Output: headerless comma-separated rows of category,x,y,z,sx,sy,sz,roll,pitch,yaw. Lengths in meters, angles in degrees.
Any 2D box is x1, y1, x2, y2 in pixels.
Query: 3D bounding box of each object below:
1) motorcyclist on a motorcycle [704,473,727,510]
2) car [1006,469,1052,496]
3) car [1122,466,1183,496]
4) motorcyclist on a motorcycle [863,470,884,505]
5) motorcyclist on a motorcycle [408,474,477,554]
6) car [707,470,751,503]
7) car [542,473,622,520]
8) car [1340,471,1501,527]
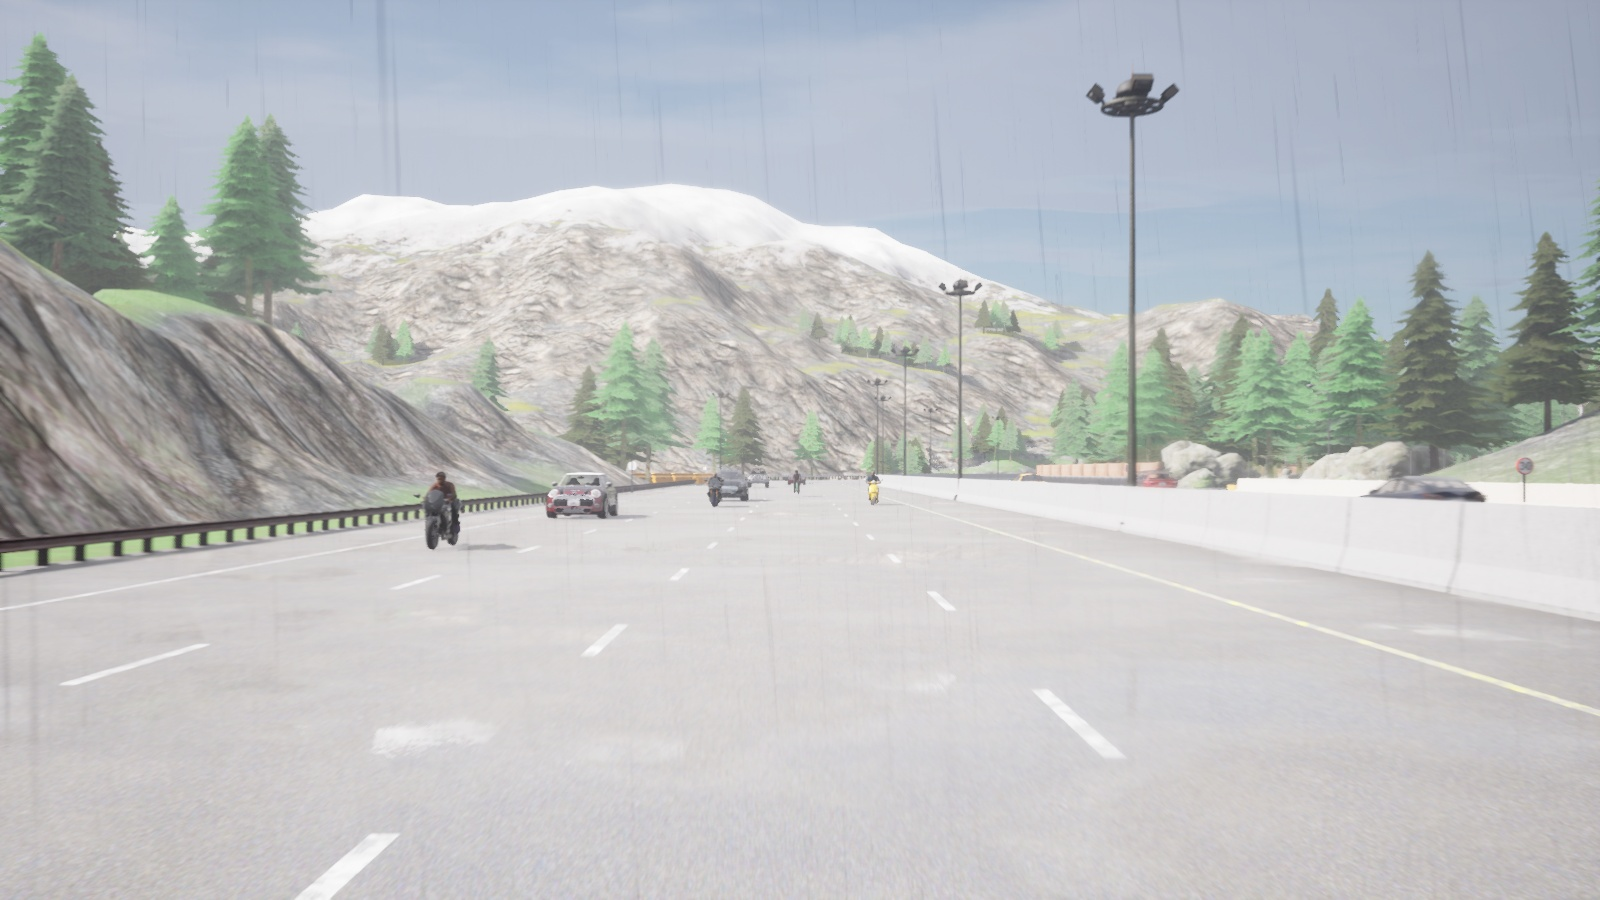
motorcyclist on a motorcycle,-3.631,1.767,54.132,0.866,1.530,2.191,0,-1,0
car,13.815,1.967,76.082,1.801,1.575,5.366,0,-1,0
car,20.819,1.816,74.366,2.242,1.667,4.611,0,-1,0
motorcyclist on a motorcycle,3.360,1.714,57.537,0.866,1.590,1.817,0,-1,0
motorcyclist on a motorcycle,-7.061,1.241,24.923,0.797,1.523,2.044,0,-1,0
car,-3.659,1.851,65.473,2.033,1.649,4.856,0,-1,0
car,-7.101,1.497,41.303,1.970,1.475,3.806,0,-1,0
car,17.414,1.338,35.571,2.163,1.488,4.792,0,-1,0
